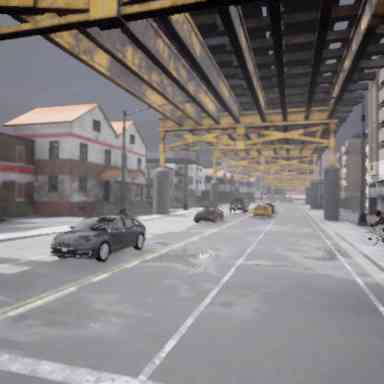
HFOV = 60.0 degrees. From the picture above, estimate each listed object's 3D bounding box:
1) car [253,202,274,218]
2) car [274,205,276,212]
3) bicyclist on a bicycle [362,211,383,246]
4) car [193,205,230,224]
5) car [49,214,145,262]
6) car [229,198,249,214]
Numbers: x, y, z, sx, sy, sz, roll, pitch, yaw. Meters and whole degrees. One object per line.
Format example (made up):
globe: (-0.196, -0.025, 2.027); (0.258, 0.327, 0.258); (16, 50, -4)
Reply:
car: (8.513, 2.211, 40.287); (1.882, 1.535, 5.008); (1, 0, 17)
car: (11.637, 2.363, 50.812); (1.837, 1.490, 4.892); (1, 0, 17)
bicyclist on a bicycle: (8.601, 1.684, 15.056); (1.656, 1.620, 0.582); (0, -1, 17)
car: (1.659, 2.067, 30.131); (2.033, 1.411, 5.357); (1, -1, 17)
car: (-3.455, 1.678, 13.112); (1.837, 1.490, 4.892); (1, -1, 16)
car: (6.564, 1.796, 46.117); (2.150, 2.045, 5.566); (1, 0, 17)
